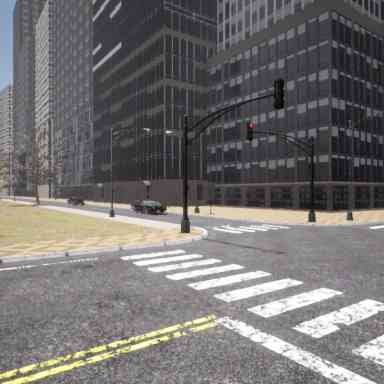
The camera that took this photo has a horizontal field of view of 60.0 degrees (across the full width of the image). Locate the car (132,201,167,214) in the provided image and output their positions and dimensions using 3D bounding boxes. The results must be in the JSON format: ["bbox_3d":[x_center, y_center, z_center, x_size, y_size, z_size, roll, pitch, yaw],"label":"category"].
[{"bbox_3d":[-4.621,1.602,35.005,1.895,1.301,4.718,0,0,-35],"label":"car"}]

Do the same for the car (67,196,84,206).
[{"bbox_3d":[-19.887,1.507,56.778,1.837,1.490,4.892,0,0,-35],"label":"car"}]
